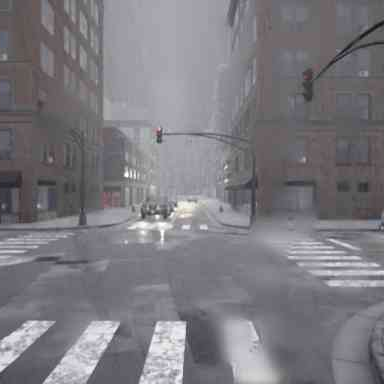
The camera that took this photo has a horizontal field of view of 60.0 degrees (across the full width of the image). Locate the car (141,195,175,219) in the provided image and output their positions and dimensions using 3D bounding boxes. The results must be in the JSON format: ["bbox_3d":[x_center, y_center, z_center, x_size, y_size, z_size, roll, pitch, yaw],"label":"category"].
[{"bbox_3d":[-3.102,1.256,29.749,2.150,2.045,5.566,0,0,2],"label":"car"}]

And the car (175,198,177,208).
[{"bbox_3d":[-3.122,1.572,39.422,1.812,1.442,4.674,0,0,0],"label":"car"}]

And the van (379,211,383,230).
[{"bbox_3d":[12.046,1.370,17.375,3.998,1.788,1.690,0,0,0],"label":"van"}]

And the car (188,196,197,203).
[{"bbox_3d":[0.067,1.566,69.997,2.128,1.511,4.902,0,0,0],"label":"car"}]
